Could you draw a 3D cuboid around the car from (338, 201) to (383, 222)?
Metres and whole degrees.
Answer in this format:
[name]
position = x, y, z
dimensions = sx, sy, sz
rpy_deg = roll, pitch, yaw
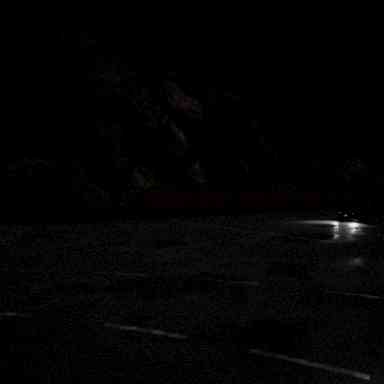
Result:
[car]
position = 13.586, 1.521, 26.530
dimensions = 4.892, 1.490, 1.837
rpy_deg = 0, 0, -35
